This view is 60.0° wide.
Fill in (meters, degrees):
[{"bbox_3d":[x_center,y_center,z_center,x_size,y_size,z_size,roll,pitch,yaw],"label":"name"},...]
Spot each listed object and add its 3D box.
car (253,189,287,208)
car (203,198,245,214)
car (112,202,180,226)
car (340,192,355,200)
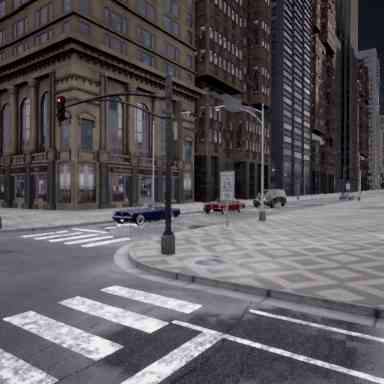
[{"bbox_3d":[9.063,0.695,38.299,2.150,2.045,5.566,0,1,36],"label":"car"},{"bbox_3d":[2.924,1.216,29.691,1.895,1.301,4.718,0,1,35],"label":"car"},{"bbox_3d":[-2.877,1.350,21.557,1.895,1.301,4.718,0,1,36],"label":"car"},{"bbox_3d":[27.115,0.682,58.122,2.033,1.411,5.357,0,1,33],"label":"car"}]
